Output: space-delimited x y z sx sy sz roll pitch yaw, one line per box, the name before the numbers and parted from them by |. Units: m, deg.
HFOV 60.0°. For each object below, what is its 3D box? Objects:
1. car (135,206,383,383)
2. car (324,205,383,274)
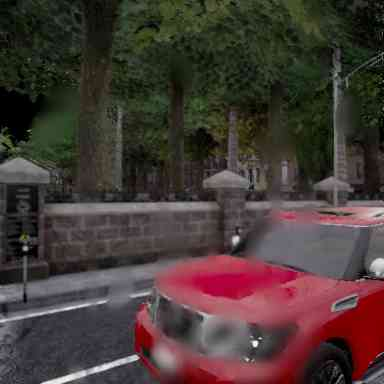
car | 1.997 1.262 4.800 5.566 2.045 2.150 1 0 -35
car | 7.029 1.431 11.550 5.009 1.841 2.192 1 0 -36
